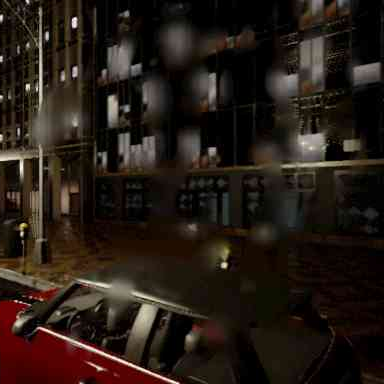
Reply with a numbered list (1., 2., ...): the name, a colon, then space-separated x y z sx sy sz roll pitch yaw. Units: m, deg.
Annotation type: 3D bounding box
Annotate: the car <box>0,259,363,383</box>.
1. car: -0.595 1.423 3.310 4.097 1.590 1.967 1 0 35
